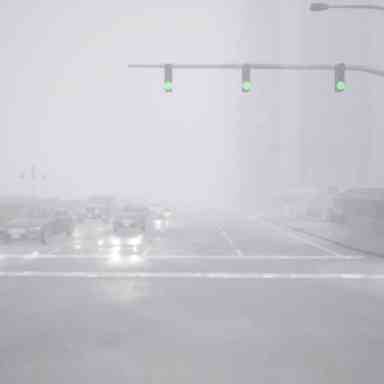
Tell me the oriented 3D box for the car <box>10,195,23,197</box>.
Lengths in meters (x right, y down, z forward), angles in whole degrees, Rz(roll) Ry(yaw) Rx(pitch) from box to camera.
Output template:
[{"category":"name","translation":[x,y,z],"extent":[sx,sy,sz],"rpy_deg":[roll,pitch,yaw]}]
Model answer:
[{"category":"car","translation":[-28.716,1.347,53.640],"extent":[4.605,1.855,1.932],"rpy_deg":[0,0,0]}]

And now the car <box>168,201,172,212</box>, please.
[{"category":"car","translation":[-3.514,1.650,40.296],"extent":[1.812,1.442,4.674],"rpy_deg":[0,0,1]}]

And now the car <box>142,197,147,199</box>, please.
[{"category":"car","translation":[-7.015,1.494,45.494],"extent":[2.097,1.767,4.553],"rpy_deg":[0,0,0]}]

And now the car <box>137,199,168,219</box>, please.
[{"category":"car","translation":[-3.555,1.607,30.512],"extent":[1.812,1.442,4.674],"rpy_deg":[0,0,0]}]

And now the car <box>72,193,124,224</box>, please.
[{"category":"car","translation":[-7.062,1.276,25.696],"extent":[2.150,2.045,5.566],"rpy_deg":[0,0,0]}]

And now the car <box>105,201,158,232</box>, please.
[{"category":"car","translation":[-3.574,1.530,20.658],"extent":[2.128,1.511,4.902],"rpy_deg":[0,0,0]}]

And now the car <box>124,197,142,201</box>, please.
[{"category":"car","translation":[-7.039,1.449,35.628],"extent":[2.097,1.767,4.553],"rpy_deg":[0,0,0]}]

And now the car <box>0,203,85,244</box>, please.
[{"category":"car","translation":[-7.087,1.503,15.827],"extent":[2.128,1.511,4.902],"rpy_deg":[0,0,0]}]
